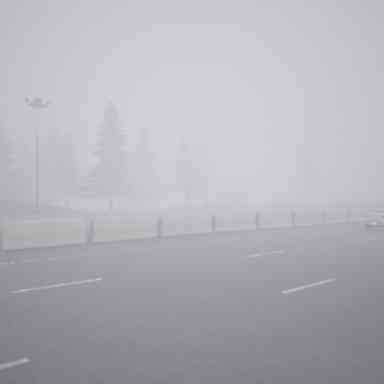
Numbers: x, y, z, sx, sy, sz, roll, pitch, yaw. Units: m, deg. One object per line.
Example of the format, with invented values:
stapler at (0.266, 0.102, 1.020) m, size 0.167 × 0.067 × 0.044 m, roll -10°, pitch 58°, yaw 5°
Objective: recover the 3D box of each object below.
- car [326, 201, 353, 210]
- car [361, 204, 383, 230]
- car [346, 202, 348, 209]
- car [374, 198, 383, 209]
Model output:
car at (24.694, 2.233, 55.571) m, size 4.718 × 1.301 × 1.895 m, roll 2°, pitch -1°, yaw -34°
car at (12.949, 1.720, 21.593) m, size 4.674 × 1.442 × 1.812 m, roll 1°, pitch -1°, yaw -36°
car at (26.731, 2.184, 52.729) m, size 5.357 × 1.411 × 2.033 m, roll 2°, pitch -1°, yaw -34°
car at (38.062, 2.306, 64.788) m, size 5.566 × 2.045 × 2.150 m, roll 2°, pitch -1°, yaw -35°
